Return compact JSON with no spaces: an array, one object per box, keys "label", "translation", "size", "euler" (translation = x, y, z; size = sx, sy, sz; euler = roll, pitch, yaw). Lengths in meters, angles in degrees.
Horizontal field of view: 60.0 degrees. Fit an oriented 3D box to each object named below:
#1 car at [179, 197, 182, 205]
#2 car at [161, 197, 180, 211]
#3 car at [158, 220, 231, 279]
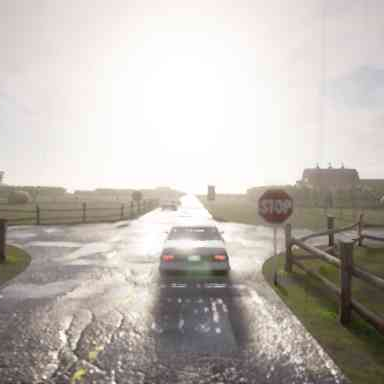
[{"label":"car","translation":[-2.823,1.594,59.760],"size":[1.837,1.490,4.892],"euler":[0,0,0]},{"label":"car","translation":[-2.859,1.661,42.614],"size":[1.895,1.301,4.718],"euler":[0,0,0]},{"label":"car","translation":[0.065,1.560,10.082],"size":[2.033,1.411,5.357],"euler":[0,0,0]}]
